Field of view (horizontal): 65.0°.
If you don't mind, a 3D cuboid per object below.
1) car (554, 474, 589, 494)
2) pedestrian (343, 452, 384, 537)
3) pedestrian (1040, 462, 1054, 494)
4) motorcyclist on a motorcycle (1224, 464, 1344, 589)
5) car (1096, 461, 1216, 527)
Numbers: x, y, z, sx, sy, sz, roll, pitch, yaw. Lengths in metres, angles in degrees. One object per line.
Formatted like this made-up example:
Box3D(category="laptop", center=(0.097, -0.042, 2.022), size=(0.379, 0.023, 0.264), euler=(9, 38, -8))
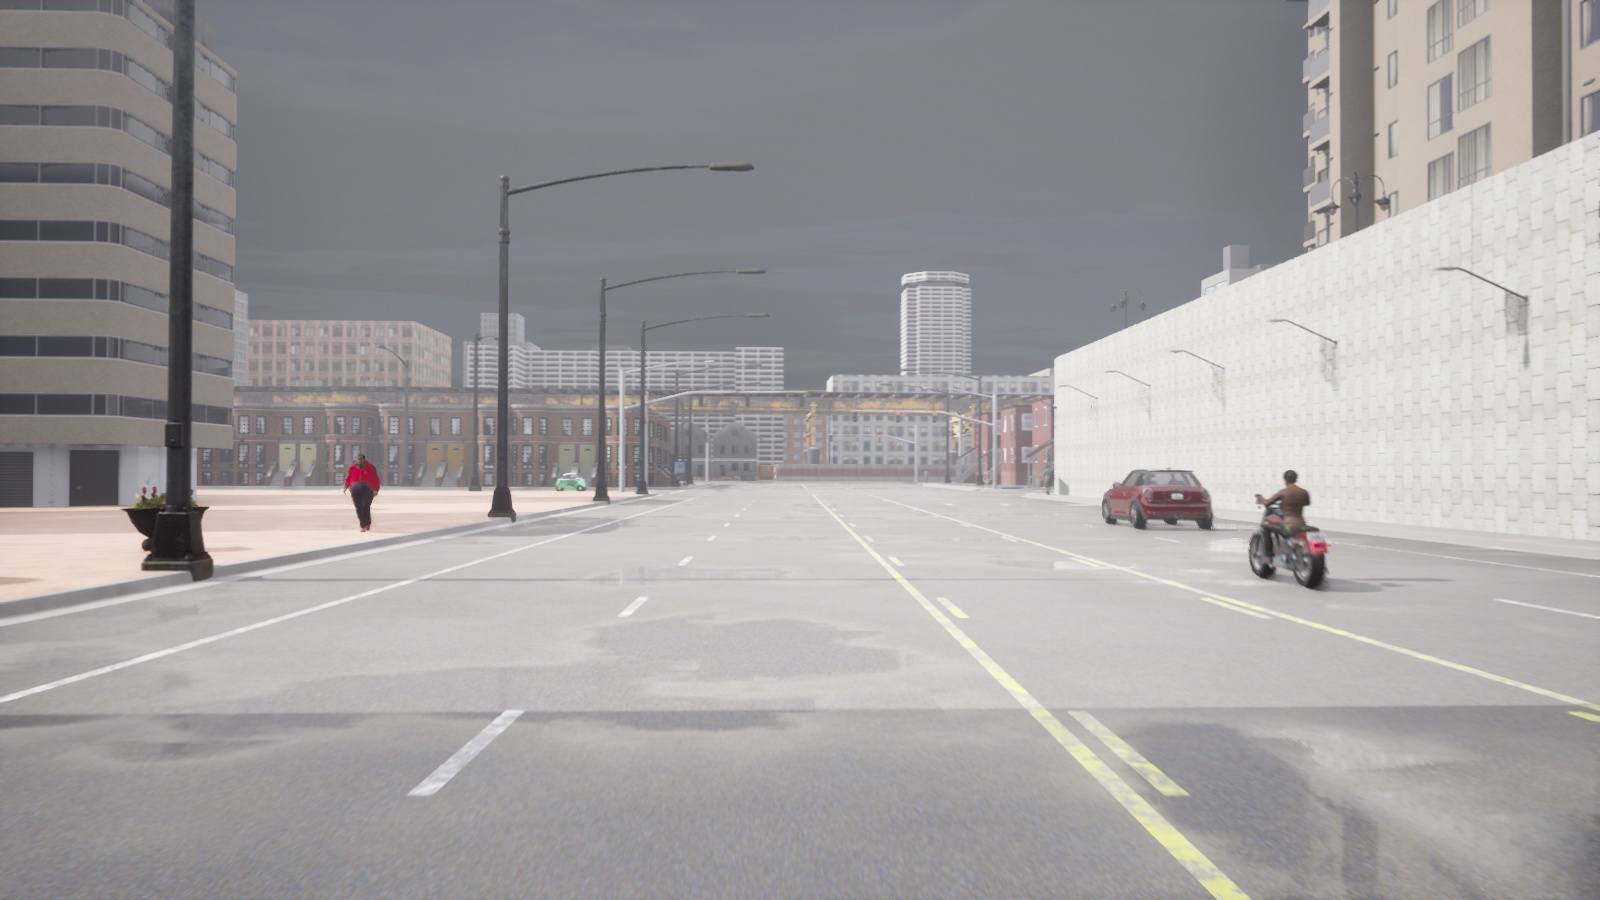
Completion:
Box3D(category="car", center=(-16.420, 2.454, 90.301), size=(2.207, 1.376, 1.481), euler=(-1, -1, -1))
Box3D(category="pedestrian", center=(-9.699, 0.980, 27.913), size=(0.634, 1.844, 0.899), euler=(0, -1, -2))
Box3D(category="pedestrian", center=(15.024, 1.681, 76.259), size=(0.659, 1.952, 0.873), euler=(0, -1, 0))
Box3D(category="motorcyclist on a motorcycle", center=(6.824, 1.034, 17.846), size=(0.766, 1.649, 2.350), euler=(0, -1, -1))
Box3D(category="car", center=(10.137, 1.234, 36.162), size=(2.097, 1.767, 4.553), euler=(0, -1, -1))
